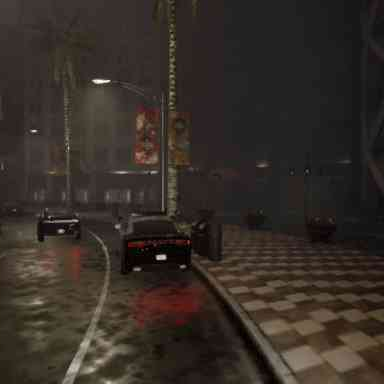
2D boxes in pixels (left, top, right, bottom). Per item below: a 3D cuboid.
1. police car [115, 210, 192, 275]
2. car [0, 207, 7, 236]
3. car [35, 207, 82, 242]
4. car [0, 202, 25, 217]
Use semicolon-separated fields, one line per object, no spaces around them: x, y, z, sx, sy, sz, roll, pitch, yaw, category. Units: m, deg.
-1.414;1.422;10.777;1.930;1.638;5.238;0;0;-15;police car
-9.877;1.607;15.176;1.895;1.301;4.718;0;0;-25;car
-6.685;1.489;16.612;2.128;1.511;4.902;0;0;-25;car
-16.912;1.555;30.232;4.181;1.385;1.994;0;0;42;car
